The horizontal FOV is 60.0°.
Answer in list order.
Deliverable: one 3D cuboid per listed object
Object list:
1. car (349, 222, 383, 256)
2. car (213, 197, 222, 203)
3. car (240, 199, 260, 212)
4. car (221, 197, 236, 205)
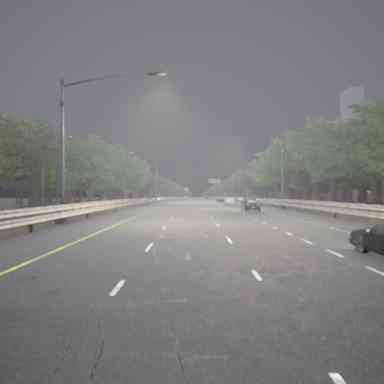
[{"bbox_3d":[7.024,1.555,10.511,2.033,1.411,5.357,0,0,0],"label":"car"},{"bbox_3d":[7.332,2.047,87.107,1.882,1.535,5.008,0,-1,1],"label":"car"},{"bbox_3d":[7.054,1.594,40.199,1.812,1.442,4.674,0,0,0],"label":"car"},{"bbox_3d":[7.159,1.781,62.949,1.812,1.442,4.674,0,-1,0],"label":"car"}]
